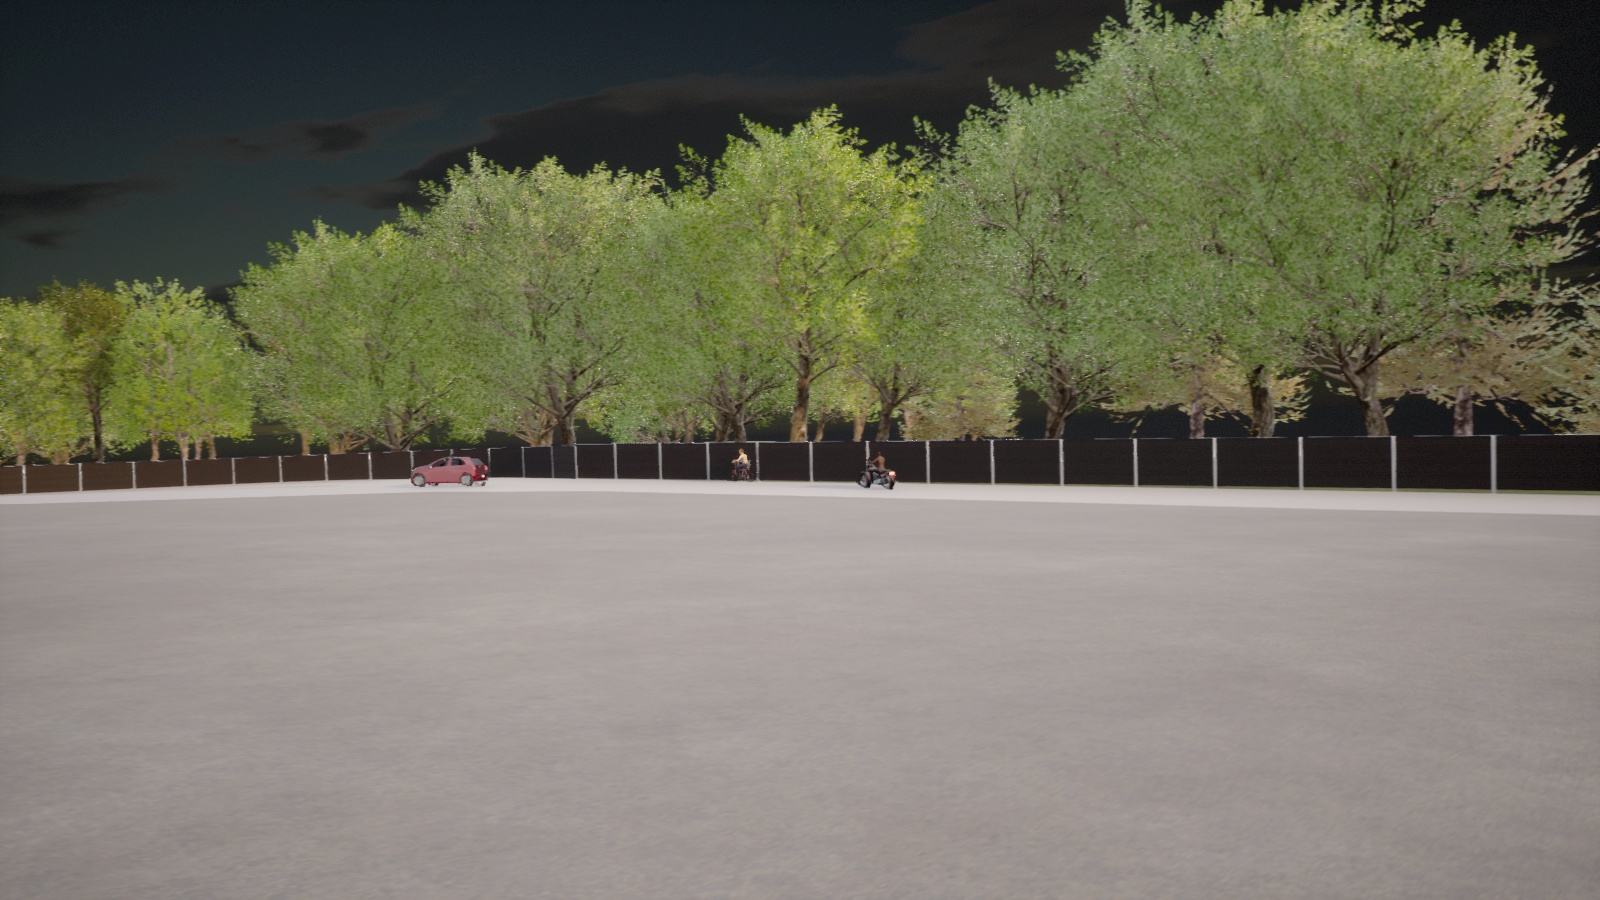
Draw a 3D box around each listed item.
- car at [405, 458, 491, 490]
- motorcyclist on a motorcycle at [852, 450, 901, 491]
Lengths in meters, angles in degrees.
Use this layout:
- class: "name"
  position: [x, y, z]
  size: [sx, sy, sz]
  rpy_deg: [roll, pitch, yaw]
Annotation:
- class: "car"
  position: [-17.377, 1.186, 61.985]
  size: [3.633, 1.501, 1.845]
  rpy_deg: [-1, 0, 11]
- class: "motorcyclist on a motorcycle"
  position: [3.200, 0.842, 52.675]
  size: [0.766, 1.649, 2.350]
  rpy_deg: [-3, 2, -33]
